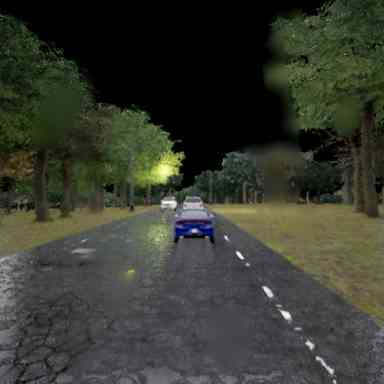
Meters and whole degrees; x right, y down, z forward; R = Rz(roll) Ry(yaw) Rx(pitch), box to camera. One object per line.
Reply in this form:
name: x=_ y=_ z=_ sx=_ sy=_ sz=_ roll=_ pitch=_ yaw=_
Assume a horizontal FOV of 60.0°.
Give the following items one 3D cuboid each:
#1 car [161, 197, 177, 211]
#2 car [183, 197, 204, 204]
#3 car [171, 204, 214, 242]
car: x=-3.465 y=1.799 z=50.322 sx=2.150 sy=2.045 sz=5.566 roll=0 pitch=-1 yaw=0
car: x=0.124 y=1.596 z=37.458 sx=2.150 sy=2.045 sz=5.566 roll=0 pitch=-1 yaw=0
car: x=0.109 y=1.604 z=17.315 sx=1.882 sy=1.535 sz=5.008 roll=0 pitch=-1 yaw=0
